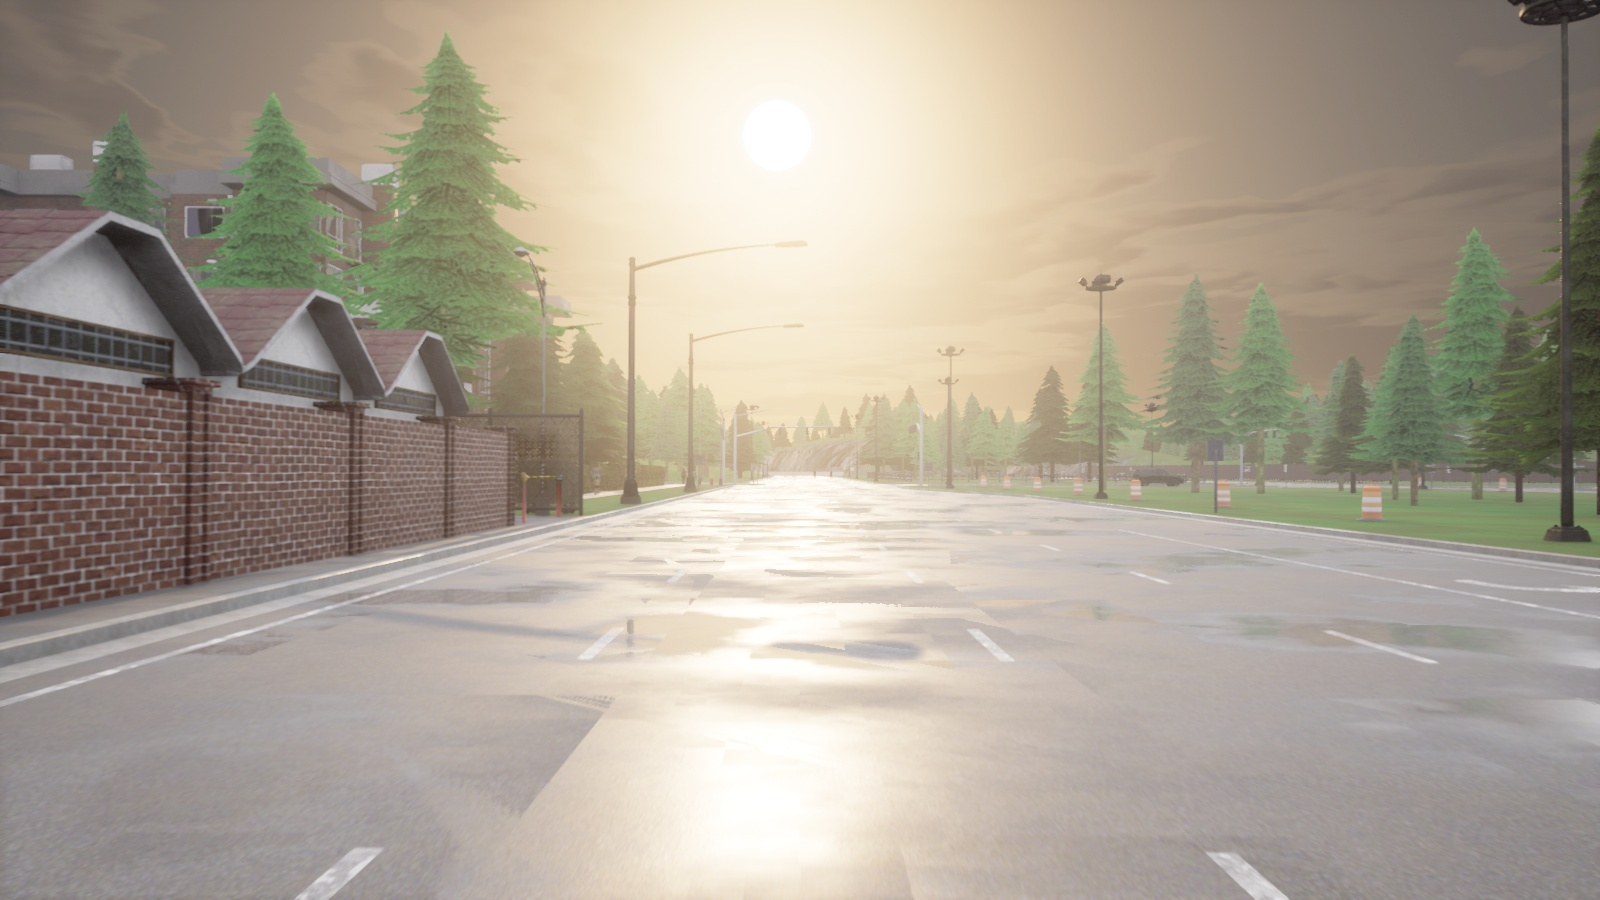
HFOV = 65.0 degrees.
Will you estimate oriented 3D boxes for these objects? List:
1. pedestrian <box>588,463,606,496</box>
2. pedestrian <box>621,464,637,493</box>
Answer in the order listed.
[{"bbox_3d":[-11.753,1.708,72.742,0.874,1.855,0.900,0,-1,0],"label":"pedestrian"},{"bbox_3d":[-11.208,1.866,82.277,0.874,1.855,0.900,0,-1,0],"label":"pedestrian"}]
